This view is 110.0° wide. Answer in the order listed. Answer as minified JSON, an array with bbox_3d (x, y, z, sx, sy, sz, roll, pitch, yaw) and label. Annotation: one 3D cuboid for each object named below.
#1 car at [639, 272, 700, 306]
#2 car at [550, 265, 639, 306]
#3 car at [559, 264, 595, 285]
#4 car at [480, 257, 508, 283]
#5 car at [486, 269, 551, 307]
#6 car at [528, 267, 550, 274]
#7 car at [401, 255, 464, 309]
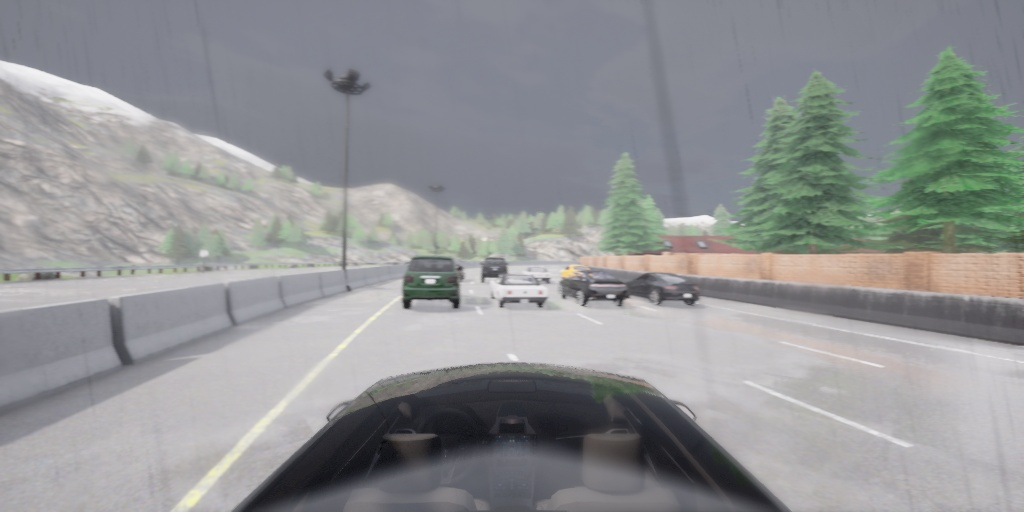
[{"bbox_3d":[7.011,1.497,17.309,1.812,1.442,4.674,1,0,-9],"label":"car"},{"bbox_3d":[3.569,1.398,16.663,2.128,1.511,4.902,1,0,-9],"label":"car"},{"bbox_3d":[5.487,1.503,30.843,1.882,1.535,5.008,1,0,-3],"label":"car"},{"bbox_3d":[-1.474,1.110,29.897,2.150,2.045,5.566,1,0,-4],"label":"car"},{"bbox_3d":[0.138,1.439,15.908,1.895,1.301,4.718,1,0,-9],"label":"car"},{"bbox_3d":[2.006,1.559,30.234,1.895,1.301,4.718,1,0,-4],"label":"car"},{"bbox_3d":[-3.296,0.988,15.249,2.150,2.045,5.566,1,0,-9],"label":"car"}]
